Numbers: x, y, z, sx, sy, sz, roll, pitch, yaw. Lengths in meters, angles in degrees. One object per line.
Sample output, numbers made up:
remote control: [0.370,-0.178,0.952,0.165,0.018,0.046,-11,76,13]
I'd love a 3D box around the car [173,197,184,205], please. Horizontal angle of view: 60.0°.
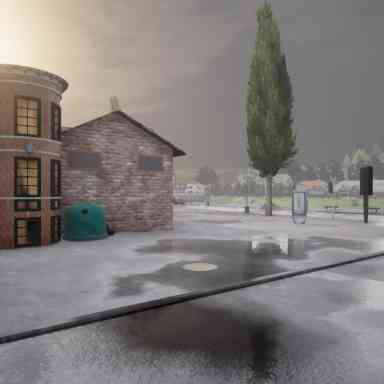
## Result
car: [-3.198,1.526,58.369,1.812,1.442,4.674,0,0,-35]
